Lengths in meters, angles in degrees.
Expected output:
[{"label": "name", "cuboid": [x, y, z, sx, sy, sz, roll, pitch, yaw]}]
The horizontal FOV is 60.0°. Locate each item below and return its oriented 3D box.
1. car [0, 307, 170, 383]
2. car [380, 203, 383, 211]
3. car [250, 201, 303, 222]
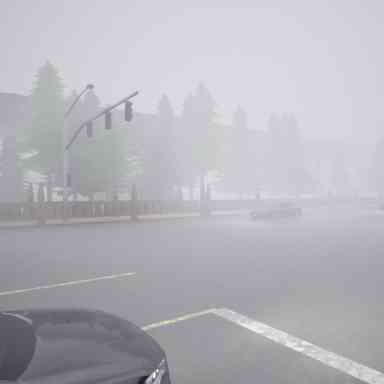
[{"label": "car", "cuboid": [-2.405, 1.491, 2.051, 4.902, 1.511, 2.128, 0, 0, -35]}, {"label": "car", "cuboid": [16.266, 1.499, 24.276, 5.357, 1.411, 2.033, 0, 0, -36]}, {"label": "car", "cuboid": [6.610, 1.470, 25.966, 4.892, 1.490, 1.837, 0, 0, -36]}]
